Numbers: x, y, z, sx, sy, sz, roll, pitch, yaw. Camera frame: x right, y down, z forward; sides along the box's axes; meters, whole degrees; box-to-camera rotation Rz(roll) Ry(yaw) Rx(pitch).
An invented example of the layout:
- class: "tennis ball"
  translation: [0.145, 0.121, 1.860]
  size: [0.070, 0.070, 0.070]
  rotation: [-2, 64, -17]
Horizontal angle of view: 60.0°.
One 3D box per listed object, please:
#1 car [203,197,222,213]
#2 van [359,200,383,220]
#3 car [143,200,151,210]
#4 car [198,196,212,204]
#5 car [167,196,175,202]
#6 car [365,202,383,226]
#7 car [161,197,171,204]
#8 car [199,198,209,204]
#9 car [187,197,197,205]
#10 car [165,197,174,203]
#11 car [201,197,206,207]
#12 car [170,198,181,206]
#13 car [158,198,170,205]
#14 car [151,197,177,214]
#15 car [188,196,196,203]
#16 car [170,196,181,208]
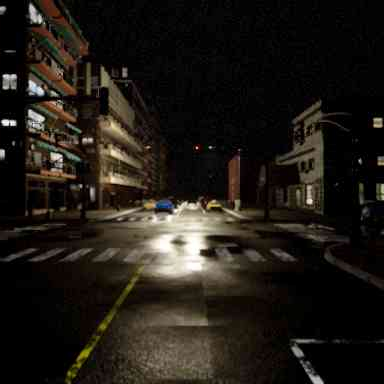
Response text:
- class: "car"
  translation: [2.688, 1.726, 40.794]
  size: [1.752, 1.417, 4.829]
  rotation: [0, 0, 0]
- class: "van"
  translation: [14.897, 1.527, 25.111]
  size: [3.998, 1.788, 1.690]
  rotation: [0, -1, 0]
- class: "car"
  translation: [-5.694, 1.754, 45.991]
  size: [1.752, 1.417, 4.829]
  rotation: [0, 0, 0]
- class: "car"
  translation: [2.686, 1.606, 57.243]
  size: [2.192, 1.841, 5.009]
  rotation: [0, 0, 0]
- class: "car"
  translation: [-5.701, 1.936, 90.474]
  size: [1.967, 1.590, 4.097]
  rotation: [0, 0, 0]
- class: "car"
  translation: [14.907, 1.640, 22.519]
  size: [5.008, 1.535, 1.882]
  rotation: [0, -1, 0]
- class: "car"
  translation: [-5.699, 1.914, 73.687]
  size: [1.752, 1.417, 4.829]
  rotation: [0, 0, 0]
- class: "car"
  translation: [2.682, 1.941, 73.858]
  size: [2.008, 1.369, 4.403]
  rotation: [0, 0, 0]
- class: "car"
  translation: [-0.009, 1.896, 67.012]
  size: [2.033, 1.411, 5.357]
  rotation: [0, 0, 0]
- class: "car"
  translation: [-5.701, 2.005, 84.936]
  size: [1.887, 1.381, 4.507]
  rotation: [0, 0, 0]
- class: "car"
  translation: [2.685, 1.842, 51.702]
  size: [1.802, 1.307, 4.206]
  rotation: [0, 0, 0]
- class: "car"
  translation: [-3.039, 1.829, 63.354]
  size: [1.837, 1.490, 4.892]
  rotation: [0, 0, 1]
- class: "car"
  translation: [-5.698, 1.907, 68.317]
  size: [2.008, 1.369, 4.403]
  rotation: [0, 0, 0]
- class: "car"
  translation: [-3.105, 1.661, 37.489]
  size: [1.882, 1.535, 5.008]
  rotation: [0, 0, 0]
- class: "car"
  translation: [-0.010, 1.779, 77.433]
  size: [1.882, 1.535, 5.008]
  rotation: [0, 0, 0]
- class: "car"
  translation: [-3.079, 1.772, 49.066]
  size: [1.812, 1.442, 4.674]
  rotation: [0, 0, 0]
